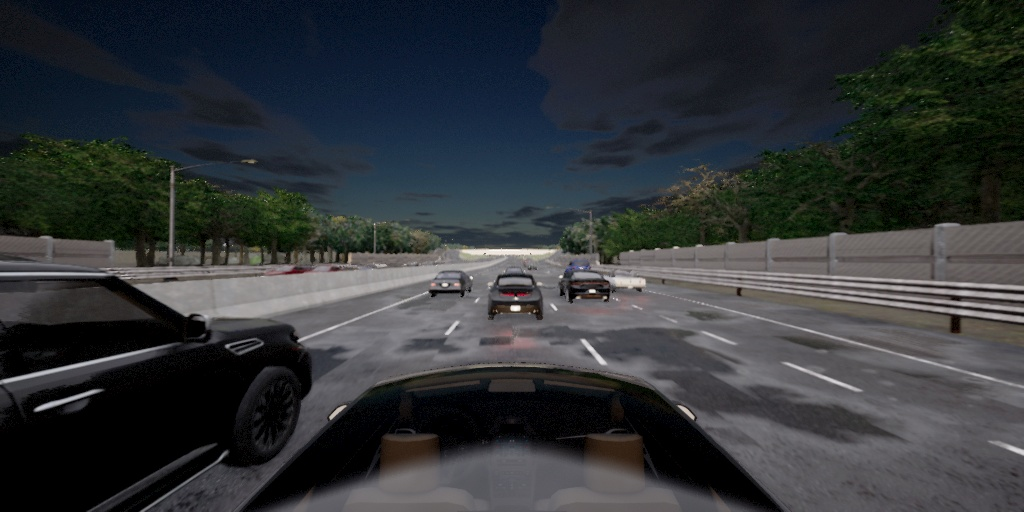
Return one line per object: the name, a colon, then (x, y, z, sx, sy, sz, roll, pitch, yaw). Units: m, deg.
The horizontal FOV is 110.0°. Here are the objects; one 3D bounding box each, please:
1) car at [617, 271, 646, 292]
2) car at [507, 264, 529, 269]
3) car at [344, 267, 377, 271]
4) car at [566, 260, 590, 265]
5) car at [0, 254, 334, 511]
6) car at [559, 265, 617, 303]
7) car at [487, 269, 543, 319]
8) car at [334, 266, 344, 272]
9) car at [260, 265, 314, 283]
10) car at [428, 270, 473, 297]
car: (7.107, 1.618, 23.682, 1.895, 1.301, 4.718, 0, -1, 1)
car: (0.196, 1.681, 32.674, 2.033, 1.411, 5.357, 0, -1, 0)
car: (-13.985, 1.721, 34.512, 1.994, 1.385, 4.181, 0, -1, 0)
car: (7.228, 1.444, 39.287, 2.150, 2.045, 5.566, 0, -1, 1)
car: (-3.399, 0.972, 1.812, 2.150, 2.045, 5.566, 0, -1, 0)
car: (3.526, 1.425, 18.164, 1.882, 1.535, 5.008, 0, -1, 0)
car: (0.115, 1.394, 13.503, 1.837, 1.490, 4.892, 0, -1, 0)
car: (-17.491, 1.624, 33.691, 1.882, 1.535, 5.008, 0, -1, 0)
car: (-20.990, 1.624, 33.715, 1.882, 1.535, 5.008, 0, -1, 0)
car: (-3.370, 1.523, 20.489, 2.033, 1.411, 5.357, 0, -1, 0)
